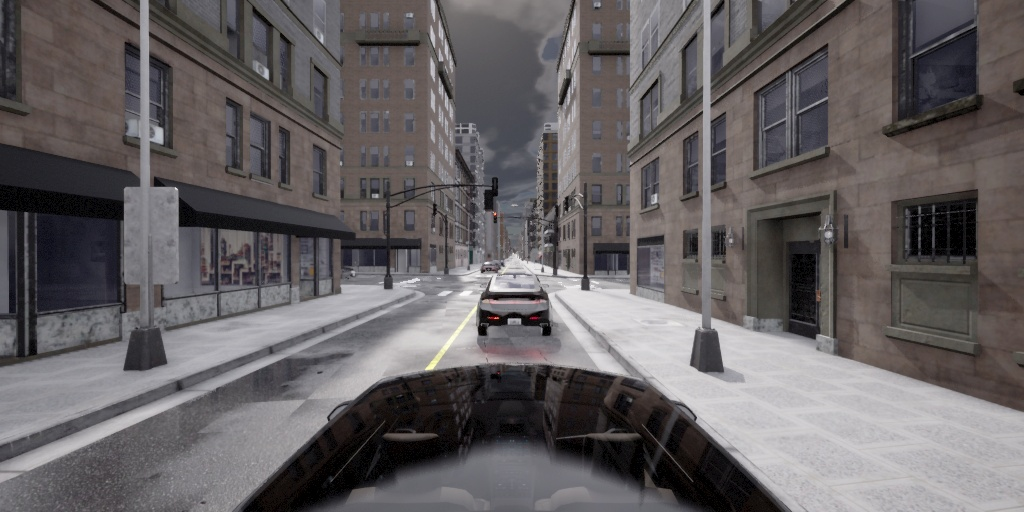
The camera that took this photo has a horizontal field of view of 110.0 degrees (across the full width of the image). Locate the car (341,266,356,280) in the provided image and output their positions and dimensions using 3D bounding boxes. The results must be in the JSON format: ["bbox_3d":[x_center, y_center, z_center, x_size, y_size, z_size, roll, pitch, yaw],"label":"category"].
[{"bbox_3d":[-14.040,1.078,26.287,4.902,1.511,2.128,1,0,0],"label":"car"}]

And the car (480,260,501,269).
[{"bbox_3d":[-2.713,1.372,44.035,1.994,1.385,4.181,0,0,1],"label":"car"}]

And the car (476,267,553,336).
[{"bbox_3d":[0.076,1.243,10.380,2.128,1.511,4.902,0,0,1],"label":"car"}]

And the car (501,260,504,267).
[{"bbox_3d":[-2.616,1.335,54.096,1.837,1.490,4.892,0,0,1],"label":"car"}]
